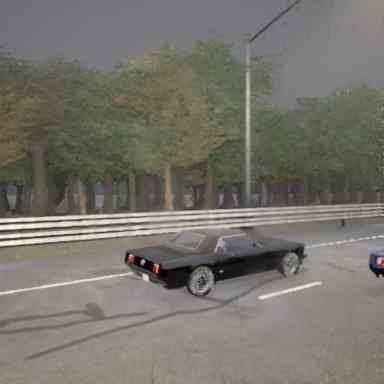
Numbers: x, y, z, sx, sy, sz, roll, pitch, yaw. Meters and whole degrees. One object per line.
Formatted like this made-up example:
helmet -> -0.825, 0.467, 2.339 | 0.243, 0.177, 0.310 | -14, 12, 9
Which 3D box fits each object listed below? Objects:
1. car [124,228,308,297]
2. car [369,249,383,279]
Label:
car -> 0.817, 1.584, 8.539 | 4.718, 1.301, 1.895 | 0, 0, -35
car -> 6.451, 1.581, 8.141 | 4.718, 1.301, 1.895 | 0, 0, -34
